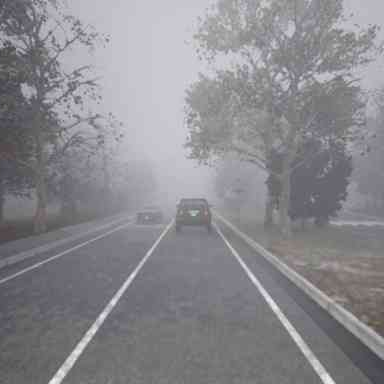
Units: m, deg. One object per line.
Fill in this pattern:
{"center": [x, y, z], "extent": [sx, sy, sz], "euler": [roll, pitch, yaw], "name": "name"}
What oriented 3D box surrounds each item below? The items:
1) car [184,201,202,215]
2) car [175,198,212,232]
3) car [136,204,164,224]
{"center": [0.127, 1.861, 39.125], "extent": [1.994, 1.385, 4.181], "euler": [0, 0, 0], "name": "car"}
{"center": [0.116, 1.376, 21.238], "extent": [2.150, 2.045, 5.566], "euler": [0, -1, 0], "name": "car"}
{"center": [-3.331, 1.732, 26.908], "extent": [1.837, 1.490, 4.892], "euler": [0, -1, 0], "name": "car"}
